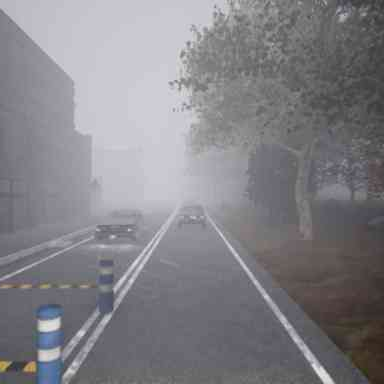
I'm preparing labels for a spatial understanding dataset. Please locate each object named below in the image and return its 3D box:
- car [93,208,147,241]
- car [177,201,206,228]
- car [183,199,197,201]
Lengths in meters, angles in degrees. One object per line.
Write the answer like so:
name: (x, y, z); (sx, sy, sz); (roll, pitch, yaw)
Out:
car: (-3.428, 1.555, 17.017); (2.033, 1.411, 5.357); (0, 0, 0)
car: (-0.011, 1.554, 22.307); (2.033, 1.411, 5.357); (0, 0, 0)
car: (-0.246, 1.548, 42.890); (1.994, 1.385, 4.181); (0, 0, -1)
